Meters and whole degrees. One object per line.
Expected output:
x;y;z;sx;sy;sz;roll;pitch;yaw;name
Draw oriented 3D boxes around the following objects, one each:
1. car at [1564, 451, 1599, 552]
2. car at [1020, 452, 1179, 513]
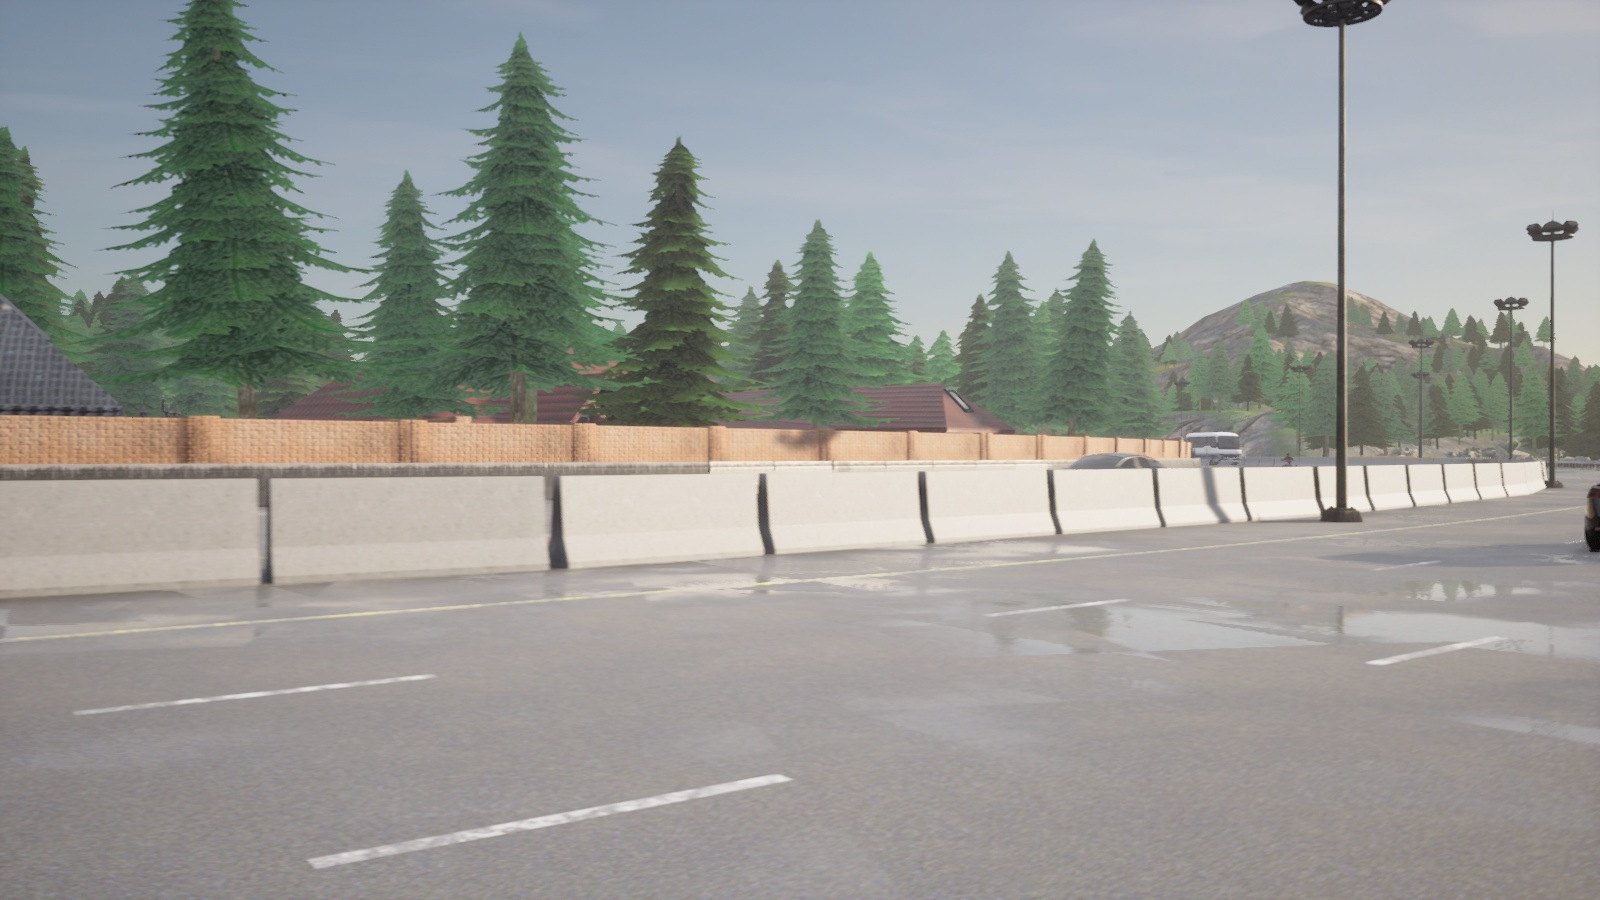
14.021;0.764;19.787;4.792;1.488;2.163;0;0;-43;car
8.056;0.816;33.494;1.837;1.490;4.892;0;0;45;car
